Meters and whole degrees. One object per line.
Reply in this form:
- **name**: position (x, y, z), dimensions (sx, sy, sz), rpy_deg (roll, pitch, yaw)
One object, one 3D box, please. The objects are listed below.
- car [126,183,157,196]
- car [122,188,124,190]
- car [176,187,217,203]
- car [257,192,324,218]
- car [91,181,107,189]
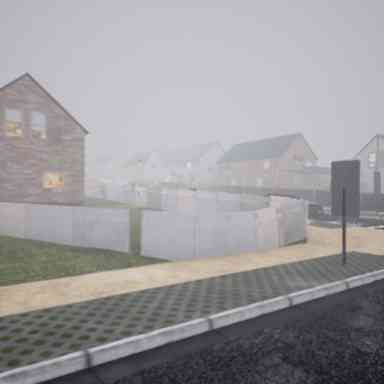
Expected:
- **car**: position (-5.889, -0.195, 39.734), dimensions (1.837, 1.490, 4.892), rpy_deg (0, 3, -35)
- **car**: position (-8.553, -0.604, 48.781), dimensions (1.837, 1.490, 4.892), rpy_deg (0, 2, -35)
- **car**: position (0.368, 0.332, 30.627), dimensions (1.837, 1.490, 4.892), rpy_deg (0, 3, -35)
- **car**: position (6.277, 0.799, 22.056), dimensions (1.882, 1.535, 5.008), rpy_deg (0, 3, -35)
- **car**: position (-17.037, -1.269, 61.085), dimensions (2.033, 1.411, 5.357), rpy_deg (0, 2, -34)
